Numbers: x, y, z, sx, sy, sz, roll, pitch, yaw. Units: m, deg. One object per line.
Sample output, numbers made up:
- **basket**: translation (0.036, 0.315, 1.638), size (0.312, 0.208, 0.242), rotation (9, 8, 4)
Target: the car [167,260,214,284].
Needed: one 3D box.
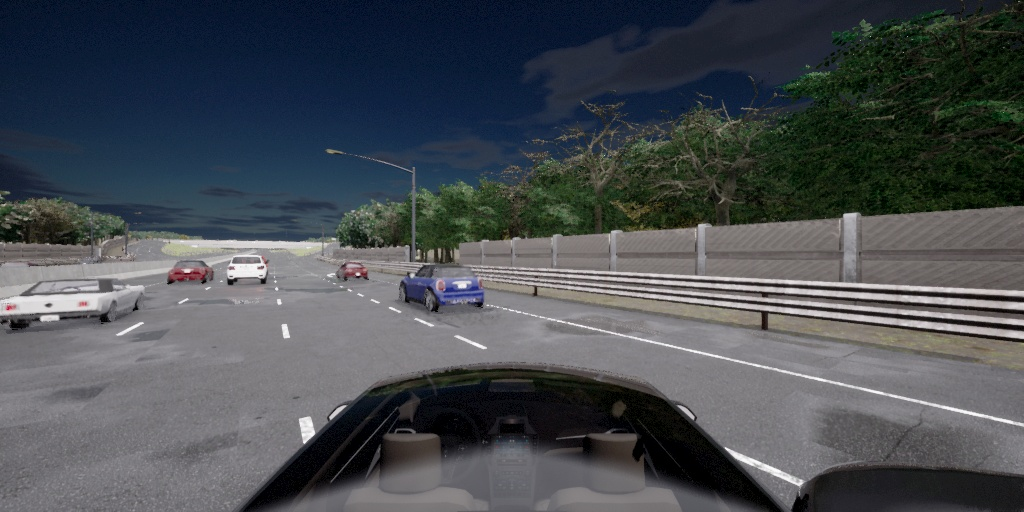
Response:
- **car**: translation (-23.849, 1.087, 26.763), size (2.097, 1.767, 4.553), rotation (0, 0, -34)

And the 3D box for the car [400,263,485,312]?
- **car**: translation (-2.976, 1.100, 14.576), size (2.097, 1.767, 4.553), rotation (0, 0, -34)

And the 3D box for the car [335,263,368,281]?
- **car**: translation (-13.362, 1.263, 29.990), size (1.812, 1.442, 4.674), rotation (0, 0, -34)

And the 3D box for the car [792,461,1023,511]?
- **car**: translation (2.985, 1.315, 0.502), size (4.181, 1.385, 1.994), rotation (0, 0, 34)

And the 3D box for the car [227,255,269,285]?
- **car**: translation (-19.283, 0.957, 26.244), size (2.150, 2.045, 5.566), rotation (0, 0, -34)

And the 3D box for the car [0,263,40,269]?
- **car**: translation (-36.502, 1.250, 26.432), size (1.812, 1.442, 4.674), rotation (0, 0, -34)

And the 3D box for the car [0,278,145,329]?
- **car**: translation (-13.449, 1.347, 11.316), size (1.895, 1.301, 4.718), rotation (0, 0, -34)
